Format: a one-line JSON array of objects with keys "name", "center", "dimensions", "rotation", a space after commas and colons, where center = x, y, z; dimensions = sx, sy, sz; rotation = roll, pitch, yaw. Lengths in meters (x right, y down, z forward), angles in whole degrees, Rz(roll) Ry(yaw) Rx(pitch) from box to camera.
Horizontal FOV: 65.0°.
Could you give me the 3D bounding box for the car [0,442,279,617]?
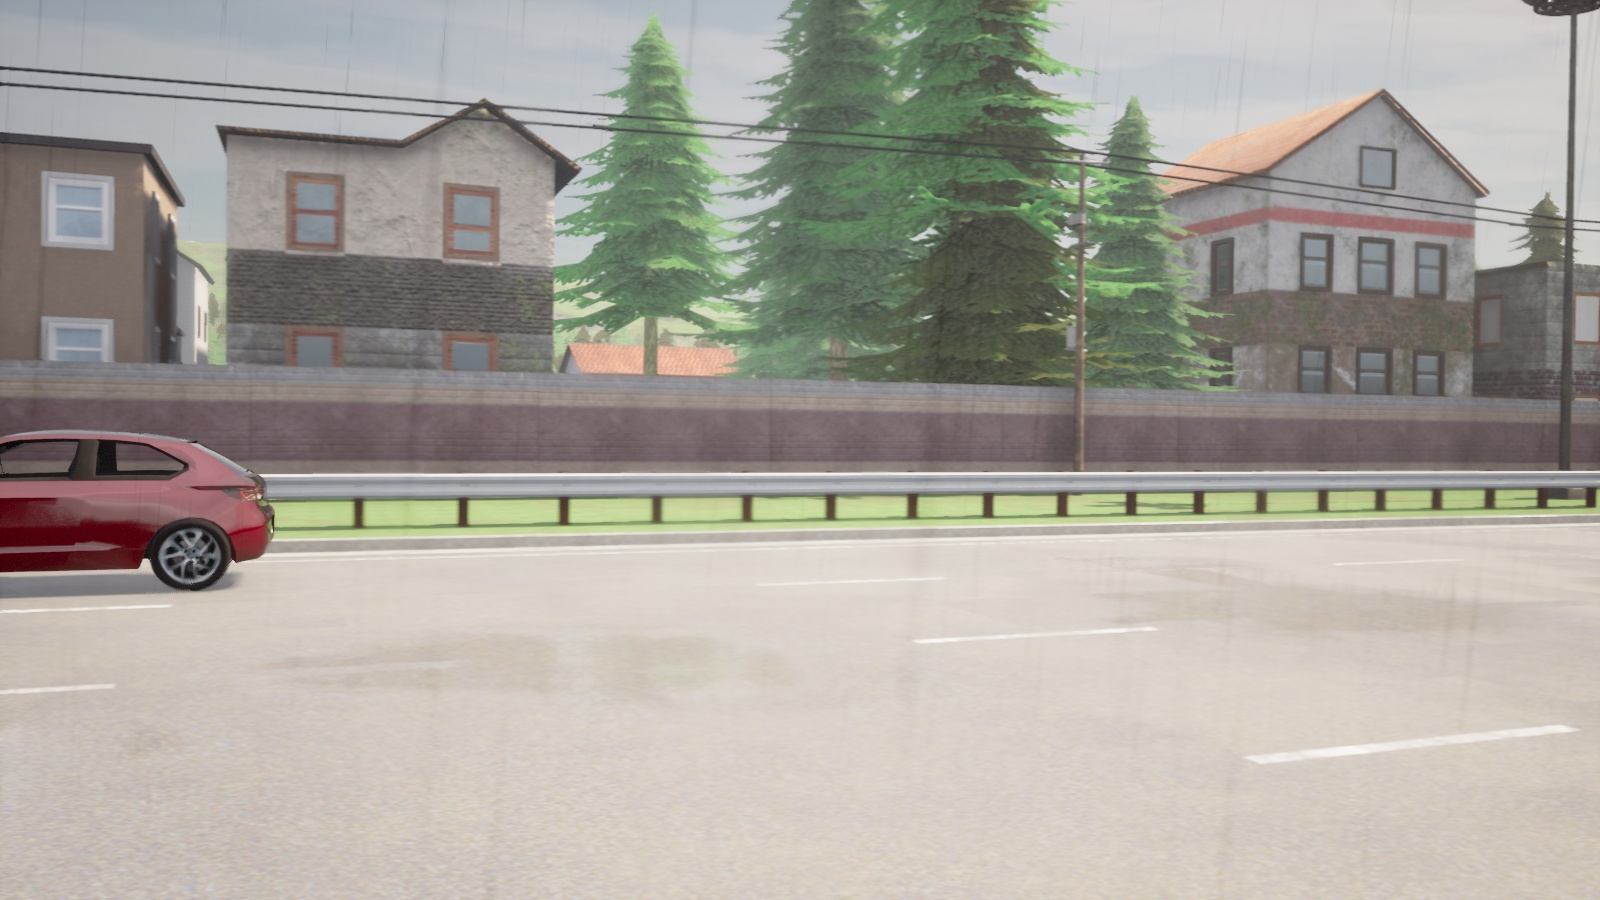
[{"name": "car", "center": [-7.179, 0.698, 11.744], "dimensions": [4.193, 1.474, 1.816], "rotation": [-1, 1, -21]}]
